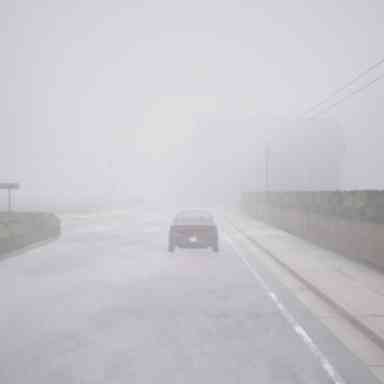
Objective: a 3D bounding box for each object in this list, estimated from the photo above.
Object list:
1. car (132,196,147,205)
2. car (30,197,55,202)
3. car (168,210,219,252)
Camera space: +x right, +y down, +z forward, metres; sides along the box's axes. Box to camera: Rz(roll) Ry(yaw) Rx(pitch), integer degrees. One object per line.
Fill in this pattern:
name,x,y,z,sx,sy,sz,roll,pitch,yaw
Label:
car,-9.477,1.530,60.097,1.837,1.490,4.892,-1,0,5
car,-26.918,1.578,58.780,5.357,1.411,2.033,0,0,0
car,0.067,1.485,14.055,1.882,1.535,5.008,0,0,0
